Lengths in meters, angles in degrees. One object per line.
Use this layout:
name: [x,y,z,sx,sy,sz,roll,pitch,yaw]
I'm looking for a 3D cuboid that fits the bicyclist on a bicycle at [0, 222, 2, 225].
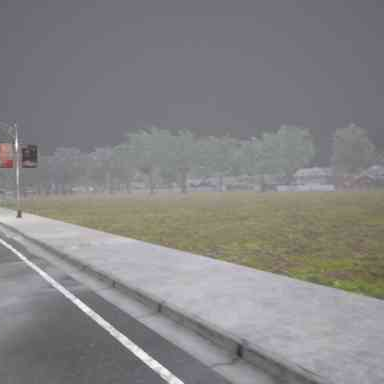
bicyclist on a bicycle: [-7.500,1.421,12.318,0.866,1.612,1.509,-2,1,-36]
